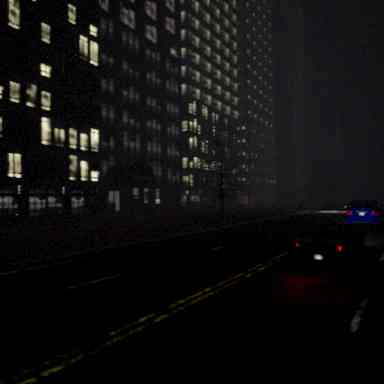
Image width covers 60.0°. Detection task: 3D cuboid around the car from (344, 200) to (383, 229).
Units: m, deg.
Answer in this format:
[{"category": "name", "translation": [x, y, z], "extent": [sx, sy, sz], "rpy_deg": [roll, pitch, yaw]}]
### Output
[{"category": "car", "translation": [12.913, 1.593, 24.826], "extent": [2.150, 2.045, 5.566], "rpy_deg": [-1, -1, 31]}]

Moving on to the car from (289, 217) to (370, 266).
[{"category": "car", "translation": [5.234, 1.806, 12.447], "extent": [1.895, 1.301, 4.718], "rpy_deg": [-1, -1, 33]}]

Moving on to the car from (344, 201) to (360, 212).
[{"category": "car", "translation": [25.951, 2.319, 53.899], "extent": [1.837, 1.490, 4.892], "rpy_deg": [-1, -1, 31]}]

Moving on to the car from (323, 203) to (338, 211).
[{"category": "car", "translation": [23.074, 2.446, 55.406], "extent": [1.994, 1.385, 4.181], "rpy_deg": [-1, -1, 31]}]
